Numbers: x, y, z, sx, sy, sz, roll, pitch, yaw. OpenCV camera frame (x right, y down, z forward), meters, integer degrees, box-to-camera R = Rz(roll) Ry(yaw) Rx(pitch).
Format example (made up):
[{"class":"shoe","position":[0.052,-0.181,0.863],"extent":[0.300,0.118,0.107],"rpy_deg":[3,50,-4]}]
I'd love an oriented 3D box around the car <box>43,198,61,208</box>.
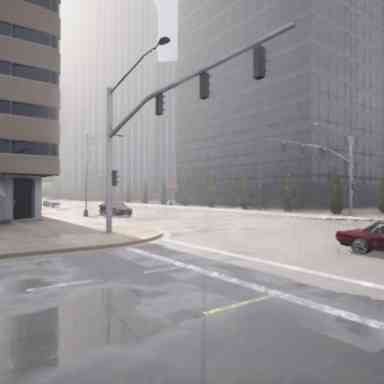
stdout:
[{"class":"car","position":[-22.143,1.634,52.545],"extent":[1.812,1.442,4.674],"rpy_deg":[0,0,-36]}]

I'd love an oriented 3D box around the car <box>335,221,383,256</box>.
[{"class":"car","position":[7.728,1.716,11.743],"extent":[1.895,1.301,4.718],"rpy_deg":[0,0,-36]}]

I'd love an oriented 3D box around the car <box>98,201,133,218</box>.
[{"class":"car","position":[-7.530,1.630,32.587],"extent":[1.882,1.535,5.008],"rpy_deg":[0,0,-36]}]
